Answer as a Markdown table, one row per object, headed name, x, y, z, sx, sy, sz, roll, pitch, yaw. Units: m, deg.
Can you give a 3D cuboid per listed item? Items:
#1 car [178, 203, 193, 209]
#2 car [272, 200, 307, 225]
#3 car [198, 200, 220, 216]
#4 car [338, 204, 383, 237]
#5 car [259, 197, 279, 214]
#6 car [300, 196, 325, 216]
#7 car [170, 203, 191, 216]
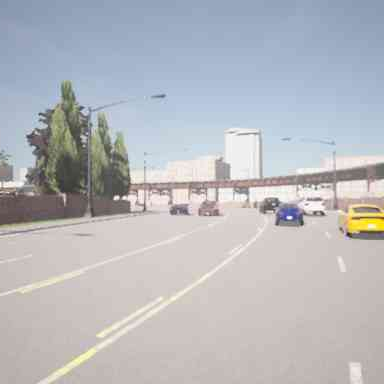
| name | x | y | z | sx | sy | sz | roll | pitch | yaw |
| --- | --- | --- | --- | --- | --- | --- | --- | --- | --- |
| car | -1.498 | 3.186 | 76.110 | 1.812 | 1.442 | 4.674 | 0 | -2 | -23 |
| car | 6.896 | 1.521 | 23.798 | 1.812 | 1.442 | 4.674 | -1 | -1 | 14 |
| car | 1.841 | 1.671 | 35.633 | 2.097 | 1.767 | 4.553 | -1 | -2 | 8 |
| car | 8.708 | 1.370 | 17.101 | 1.882 | 1.535 | 5.008 | -1 | -1 | 18 |
| car | 9.743 | 1.704 | 41.726 | 2.150 | 2.045 | 5.566 | -1 | -2 | 4 |
| car | 12.713 | 1.475 | 36.087 | 2.150 | 2.045 | 5.566 | -1 | -2 | 7 |
| car | -1.331 | 1.995 | 38.243 | 1.994 | 1.385 | 4.181 | -1 | -2 | 6 |
